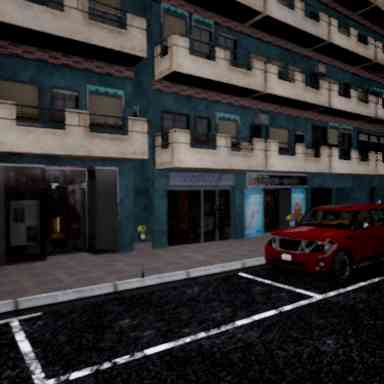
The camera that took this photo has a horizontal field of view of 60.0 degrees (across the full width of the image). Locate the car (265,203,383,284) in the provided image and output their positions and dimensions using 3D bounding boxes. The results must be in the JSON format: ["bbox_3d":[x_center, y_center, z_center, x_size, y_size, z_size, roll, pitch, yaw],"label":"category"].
[{"bbox_3d":[4.386,1.285,9.694,5.009,1.841,2.192,0,0,-35],"label":"car"}]
